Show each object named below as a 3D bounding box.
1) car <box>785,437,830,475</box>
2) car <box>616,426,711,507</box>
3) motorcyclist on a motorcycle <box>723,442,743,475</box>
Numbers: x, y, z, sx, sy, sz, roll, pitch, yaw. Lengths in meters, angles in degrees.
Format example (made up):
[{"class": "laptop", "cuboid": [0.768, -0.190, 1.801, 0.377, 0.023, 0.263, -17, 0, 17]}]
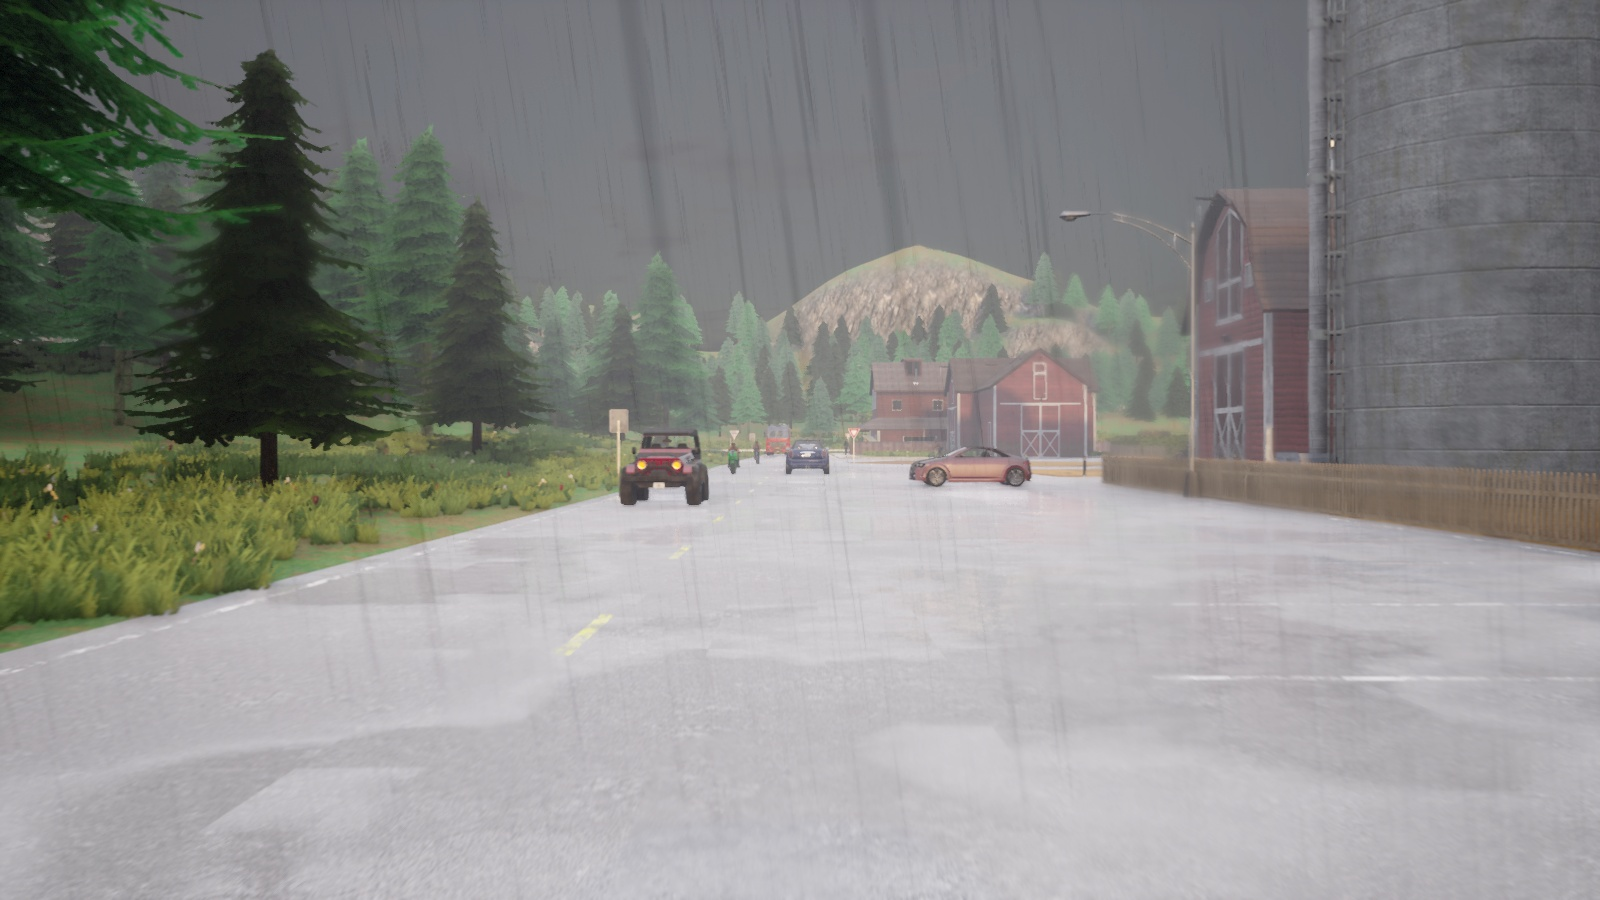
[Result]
[{"class": "car", "cuboid": [0.368, 0.262, 61.056, 2.097, 1.767, 4.553, 0, 0, 0]}, {"class": "car", "cuboid": [-3.305, 0.366, 31.052, 1.905, 1.878, 3.866, 0, 0, 0]}, {"class": "motorcyclist on a motorcycle", "cuboid": [-3.144, 0.395, 59.039, 0.797, 1.523, 2.044, 0, 0, 0]}]
